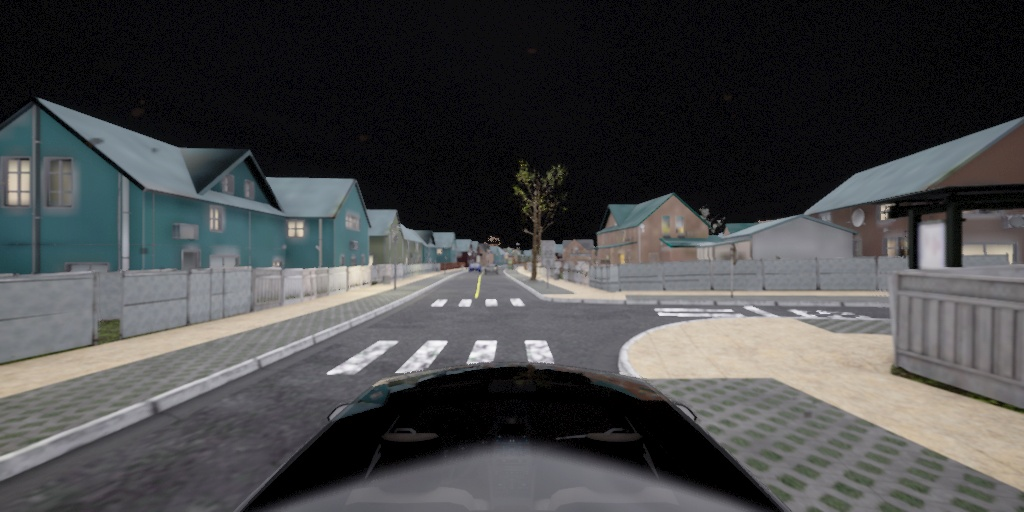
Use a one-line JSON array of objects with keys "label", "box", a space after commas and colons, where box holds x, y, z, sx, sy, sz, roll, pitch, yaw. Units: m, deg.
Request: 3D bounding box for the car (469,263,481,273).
[{"label": "car", "box": [-5.898, 1.897, 57.933, 1.882, 1.535, 5.008, 0, -1, -1]}]

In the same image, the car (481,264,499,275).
[{"label": "car", "box": [-2.782, 1.781, 49.082, 2.128, 1.511, 4.902, 0, -1, -3]}]
